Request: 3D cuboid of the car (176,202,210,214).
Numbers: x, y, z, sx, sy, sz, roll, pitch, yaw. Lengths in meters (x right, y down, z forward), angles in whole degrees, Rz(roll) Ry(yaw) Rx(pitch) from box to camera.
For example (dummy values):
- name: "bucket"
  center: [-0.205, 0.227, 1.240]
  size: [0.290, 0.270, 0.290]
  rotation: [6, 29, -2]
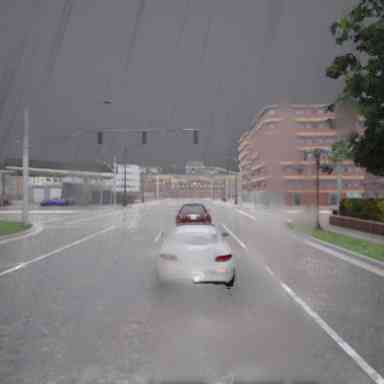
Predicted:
- name: "car"
  center: [0.083, 1.500, 20.988]
  size: [2.097, 1.767, 4.553]
  rotation: [0, 0, 0]

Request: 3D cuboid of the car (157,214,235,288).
- name: "car"
  center: [0.096, 1.592, 9.350]
  size: [1.812, 1.442, 4.674]
  rotation: [0, 0, 0]

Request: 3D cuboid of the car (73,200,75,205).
- name: "car"
  center: [-24.085, 1.894, 62.366]
  size: [3.806, 1.475, 1.970]
  rotation: [0, 0, 1]

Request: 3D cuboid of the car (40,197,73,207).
- name: "car"
  center: [-23.363, 1.693, 56.617]
  size: [4.611, 1.667, 2.242]
  rotation: [0, 0, 1]
